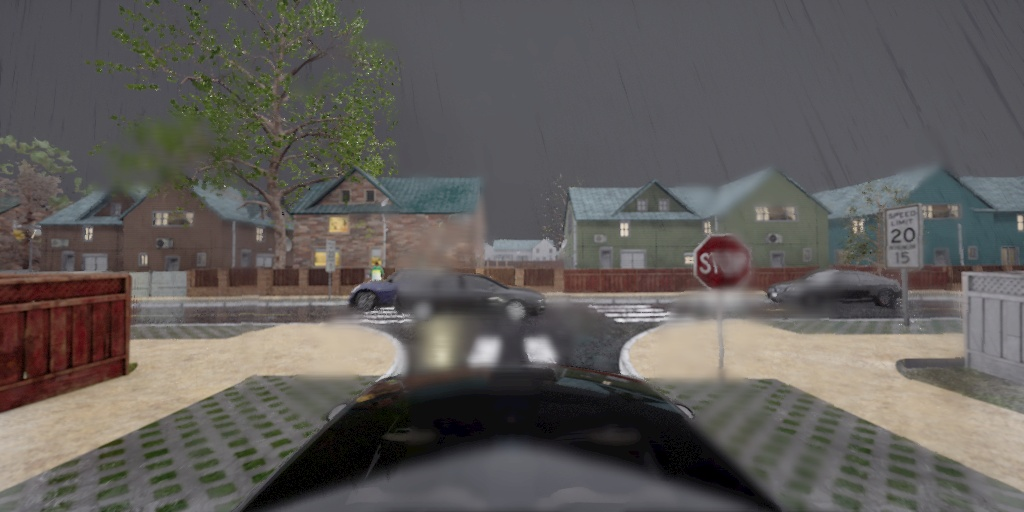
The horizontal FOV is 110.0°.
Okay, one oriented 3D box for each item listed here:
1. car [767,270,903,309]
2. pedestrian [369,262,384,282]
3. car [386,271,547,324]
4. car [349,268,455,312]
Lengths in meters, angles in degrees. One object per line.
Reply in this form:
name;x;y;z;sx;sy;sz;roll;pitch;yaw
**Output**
car;13.068;1.315;14.626;4.674;1.442;1.812;0;-2;1
pedestrian;-6.734;1.201;17.774;0.375;1.860;0.375;0;-1;1
car;-1.304;1.346;11.838;4.892;1.490;1.837;0;-1;1
car;-4.238;1.296;14.829;4.553;1.767;2.097;-1;-2;1
